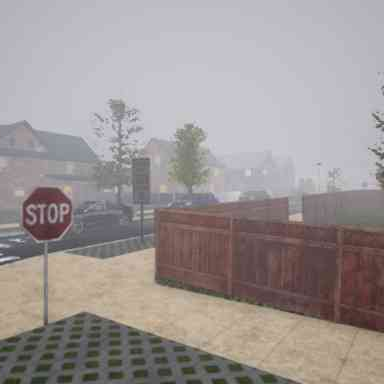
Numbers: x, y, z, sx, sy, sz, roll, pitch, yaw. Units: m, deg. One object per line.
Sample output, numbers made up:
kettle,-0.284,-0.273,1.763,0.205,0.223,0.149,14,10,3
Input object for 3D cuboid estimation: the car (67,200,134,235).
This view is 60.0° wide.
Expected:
car,-5.168,1.191,17.101,2.128,1.511,4.902,-1,1,36

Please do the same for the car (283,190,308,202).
car,13.404,0.491,42.812,2.033,1.411,5.357,-1,1,36

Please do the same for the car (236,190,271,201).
car,6.067,0.591,32.709,2.097,1.767,4.553,-1,1,36

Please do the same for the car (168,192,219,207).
car,0.171,0.832,24.525,2.097,1.767,4.553,-1,1,36
